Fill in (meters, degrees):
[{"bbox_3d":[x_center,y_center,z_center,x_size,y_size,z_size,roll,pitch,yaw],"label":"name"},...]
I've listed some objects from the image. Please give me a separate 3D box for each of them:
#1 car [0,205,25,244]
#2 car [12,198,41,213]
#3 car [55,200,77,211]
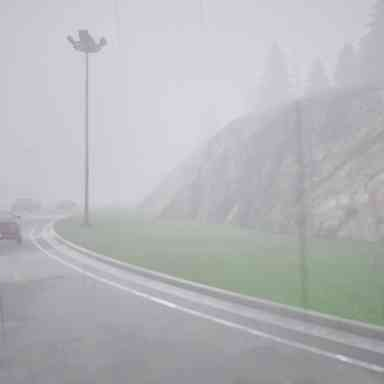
[{"bbox_3d":[-8.992,1.568,15.408,1.812,1.442,4.674,0,0,-30],"label":"car"},{"bbox_3d":[-18.789,1.459,37.855,2.097,1.767,4.553,0,0,-10],"label":"car"},{"bbox_3d":[-16.031,1.673,42.482,2.033,1.411,5.357,0,0,-9],"label":"car"}]
